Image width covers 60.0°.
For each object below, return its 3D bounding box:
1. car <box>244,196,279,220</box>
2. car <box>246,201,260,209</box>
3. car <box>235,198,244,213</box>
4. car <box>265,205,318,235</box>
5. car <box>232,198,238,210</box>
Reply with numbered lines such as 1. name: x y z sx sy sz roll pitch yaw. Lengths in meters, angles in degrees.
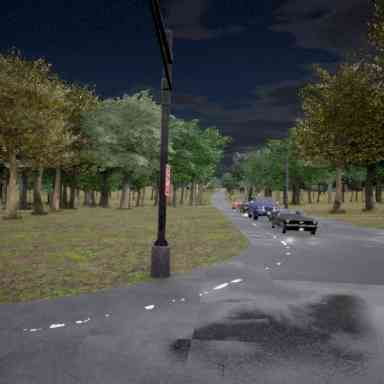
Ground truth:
1. car: 6.388 1.399 29.903 2.150 2.045 5.566 2 0 2
2. car: 11.128 2.360 60.762 1.895 1.301 4.718 2 -1 2
3. car: 6.844 1.816 40.165 2.033 1.411 5.357 2 -1 2
4. car: 5.972 1.710 20.046 1.895 1.301 4.718 2 0 2
5. car: 7.244 1.770 50.452 2.097 1.767 4.553 2 -1 2
